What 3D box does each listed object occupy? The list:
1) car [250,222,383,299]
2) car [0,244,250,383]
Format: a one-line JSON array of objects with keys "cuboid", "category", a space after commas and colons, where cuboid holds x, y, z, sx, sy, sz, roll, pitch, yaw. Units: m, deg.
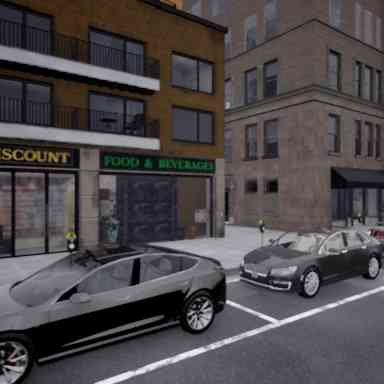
[{"cuboid": [3.123, 1.555, 8.384, 4.403, 1.369, 2.008, 0, 0, -35], "category": "car"}, {"cuboid": [-1.384, 1.567, 5.200, 4.313, 1.339, 1.947, 0, 0, -35], "category": "car"}]
